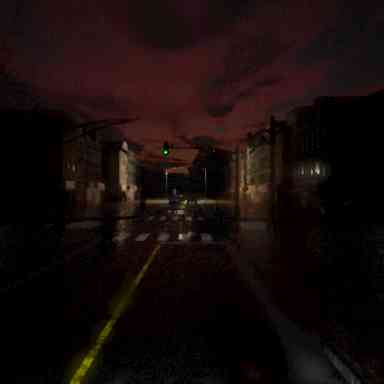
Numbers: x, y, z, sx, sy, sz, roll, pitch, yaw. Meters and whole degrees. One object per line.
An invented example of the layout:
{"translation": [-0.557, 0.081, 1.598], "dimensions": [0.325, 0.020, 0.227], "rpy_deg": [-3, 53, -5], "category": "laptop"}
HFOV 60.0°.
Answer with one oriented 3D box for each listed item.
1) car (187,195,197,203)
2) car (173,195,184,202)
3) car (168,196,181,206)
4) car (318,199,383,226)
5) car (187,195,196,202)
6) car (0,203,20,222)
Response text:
{"translation": [-0.015, 1.448, 65.523], "dimensions": [1.837, 1.490, 4.892], "rpy_deg": [0, 0, 0], "category": "car"}
{"translation": [-2.766, 1.335, 70.463], "dimensions": [2.128, 1.511, 4.902], "rpy_deg": [0, 0, 0], "category": "car"}
{"translation": [-2.834, 1.466, 54.115], "dimensions": [1.812, 1.442, 4.674], "rpy_deg": [0, 0, 0], "category": "car"}
{"translation": [11.709, 1.380, 23.712], "dimensions": [5.009, 1.841, 2.192], "rpy_deg": [0, 0, 0], "category": "car"}
{"translation": [-0.017, 1.456, 75.939], "dimensions": [1.994, 1.385, 4.181], "rpy_deg": [0, 0, 0], "category": "car"}
{"translation": [-14.702, 1.414, 23.659], "dimensions": [4.507, 1.381, 1.887], "rpy_deg": [0, 0, 0], "category": "car"}
